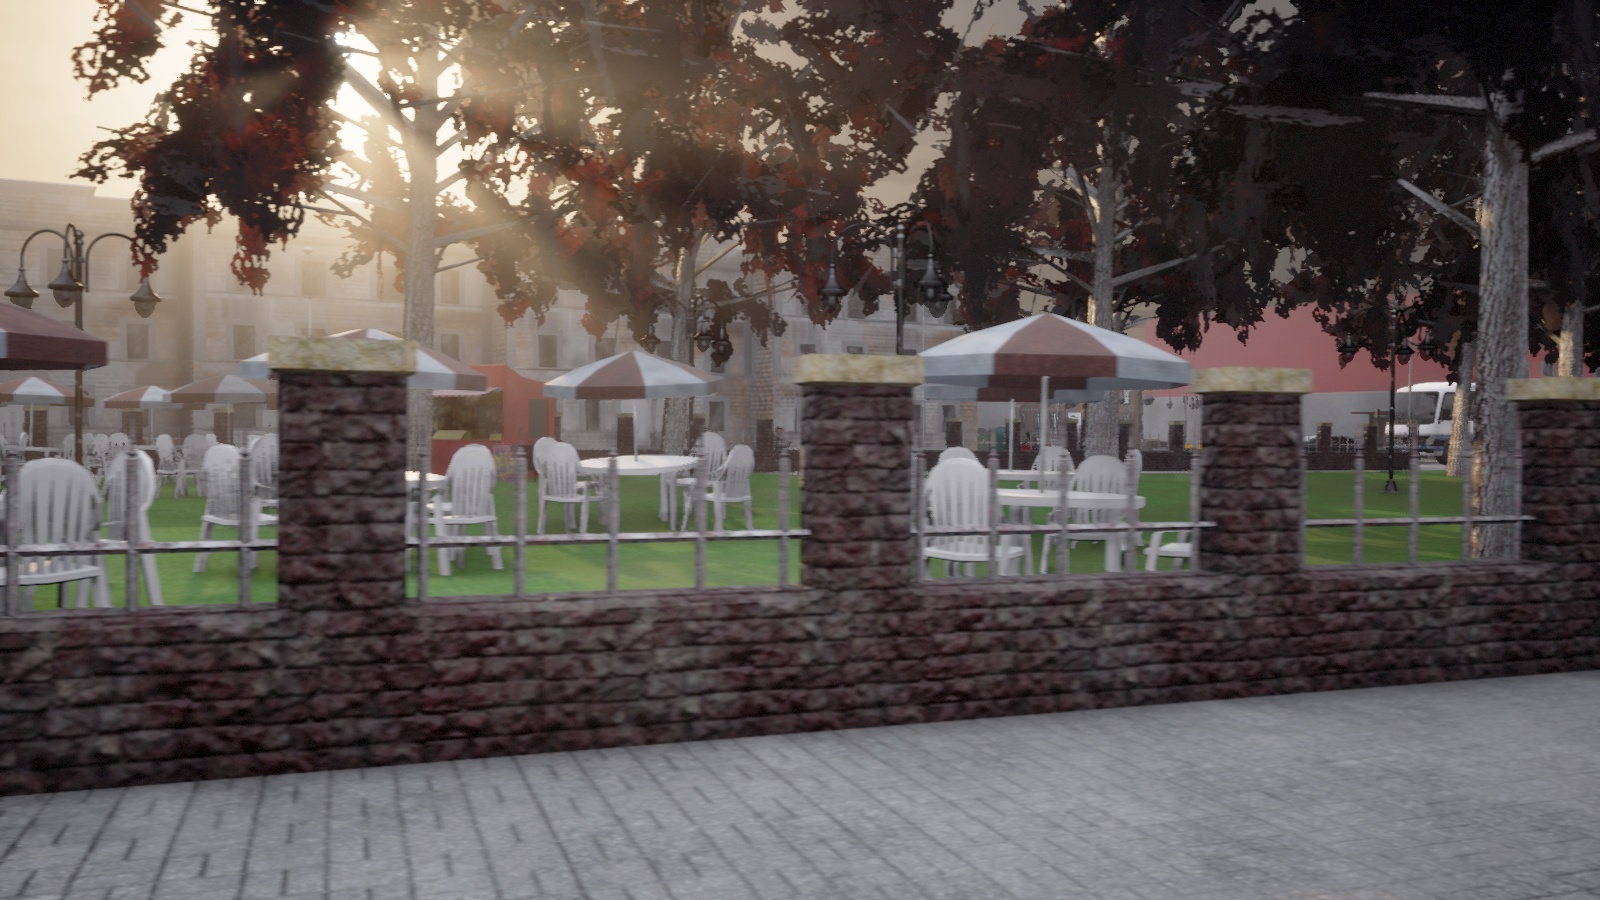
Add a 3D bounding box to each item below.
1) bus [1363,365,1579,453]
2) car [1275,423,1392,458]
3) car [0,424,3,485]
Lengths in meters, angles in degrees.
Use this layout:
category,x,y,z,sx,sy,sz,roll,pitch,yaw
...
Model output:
category,x,y,z,sx,sy,sz,roll,pitch,yaw
bus,34.544,-2.093,64.635,10.273,4.253,3.944,-1,1,-20
car,24.031,-0.445,56.535,4.892,1.490,1.837,-1,1,-20
car,-29.356,0.196,40.835,5.566,2.045,2.150,-1,1,-27
